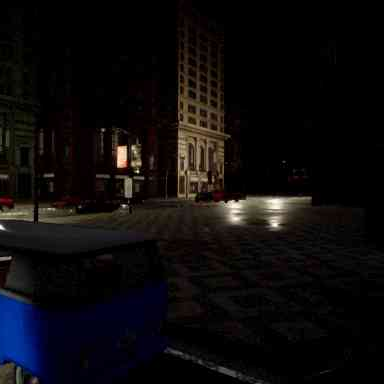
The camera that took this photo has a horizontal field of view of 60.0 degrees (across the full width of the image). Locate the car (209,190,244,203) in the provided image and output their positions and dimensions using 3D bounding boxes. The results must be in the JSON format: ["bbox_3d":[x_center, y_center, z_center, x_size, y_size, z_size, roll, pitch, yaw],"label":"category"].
[{"bbox_3d":[5.407,0.637,51.363,2.150,2.045,5.566,0,1,36],"label":"car"}]

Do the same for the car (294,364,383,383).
[{"bbox_3d":[2.407,1.582,1.365,4.206,1.307,1.802,0,0,35],"label":"car"}]

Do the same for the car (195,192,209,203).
[{"bbox_3d":[2.441,0.755,52.803,2.097,1.767,4.553,0,1,36],"label":"car"}]

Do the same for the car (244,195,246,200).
[{"bbox_3d":[8.254,0.753,61.126,1.882,1.535,5.008,0,1,35],"label":"car"}]

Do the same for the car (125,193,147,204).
[{"bbox_3d":[-8.722,0.996,48.508,1.837,1.490,4.892,0,1,35],"label":"car"}]

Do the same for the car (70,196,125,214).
[{"bbox_3d":[-8.801,1.288,31.167,1.994,1.385,4.181,0,1,35],"label":"car"}]

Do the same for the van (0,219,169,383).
[{"bbox_3d":[-2.205,1.341,4.626,3.998,1.788,1.690,0,0,35],"label":"van"}]

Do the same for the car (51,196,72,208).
[{"bbox_3d":[-14.733,1.186,40.008,1.994,1.385,4.181,0,1,35],"label":"car"}]

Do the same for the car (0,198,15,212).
[{"bbox_3d":[-20.079,1.218,32.443,1.882,1.535,5.008,0,1,35],"label":"car"}]
